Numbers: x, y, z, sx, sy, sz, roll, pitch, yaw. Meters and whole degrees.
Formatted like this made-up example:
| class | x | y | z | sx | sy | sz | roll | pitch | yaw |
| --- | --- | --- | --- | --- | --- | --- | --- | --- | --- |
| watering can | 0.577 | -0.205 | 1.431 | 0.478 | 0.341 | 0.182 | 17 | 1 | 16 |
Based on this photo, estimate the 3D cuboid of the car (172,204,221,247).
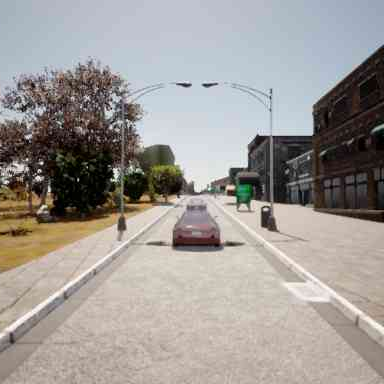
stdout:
| class | x | y | z | sx | sy | sz | roll | pitch | yaw |
| --- | --- | --- | --- | --- | --- | --- | --- | --- | --- |
| car | 0.195 | 1.503 | 14.654 | 1.994 | 1.385 | 4.181 | -1 | 1 | 1 |

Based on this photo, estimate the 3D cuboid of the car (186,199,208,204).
| class | x | y | z | sx | sy | sz | roll | pitch | yaw |
| --- | --- | --- | --- | --- | --- | --- | --- | --- | --- |
| car | 0.431 | 1.297 | 29.675 | 2.033 | 1.411 | 5.357 | 0 | 1 | 1 |
